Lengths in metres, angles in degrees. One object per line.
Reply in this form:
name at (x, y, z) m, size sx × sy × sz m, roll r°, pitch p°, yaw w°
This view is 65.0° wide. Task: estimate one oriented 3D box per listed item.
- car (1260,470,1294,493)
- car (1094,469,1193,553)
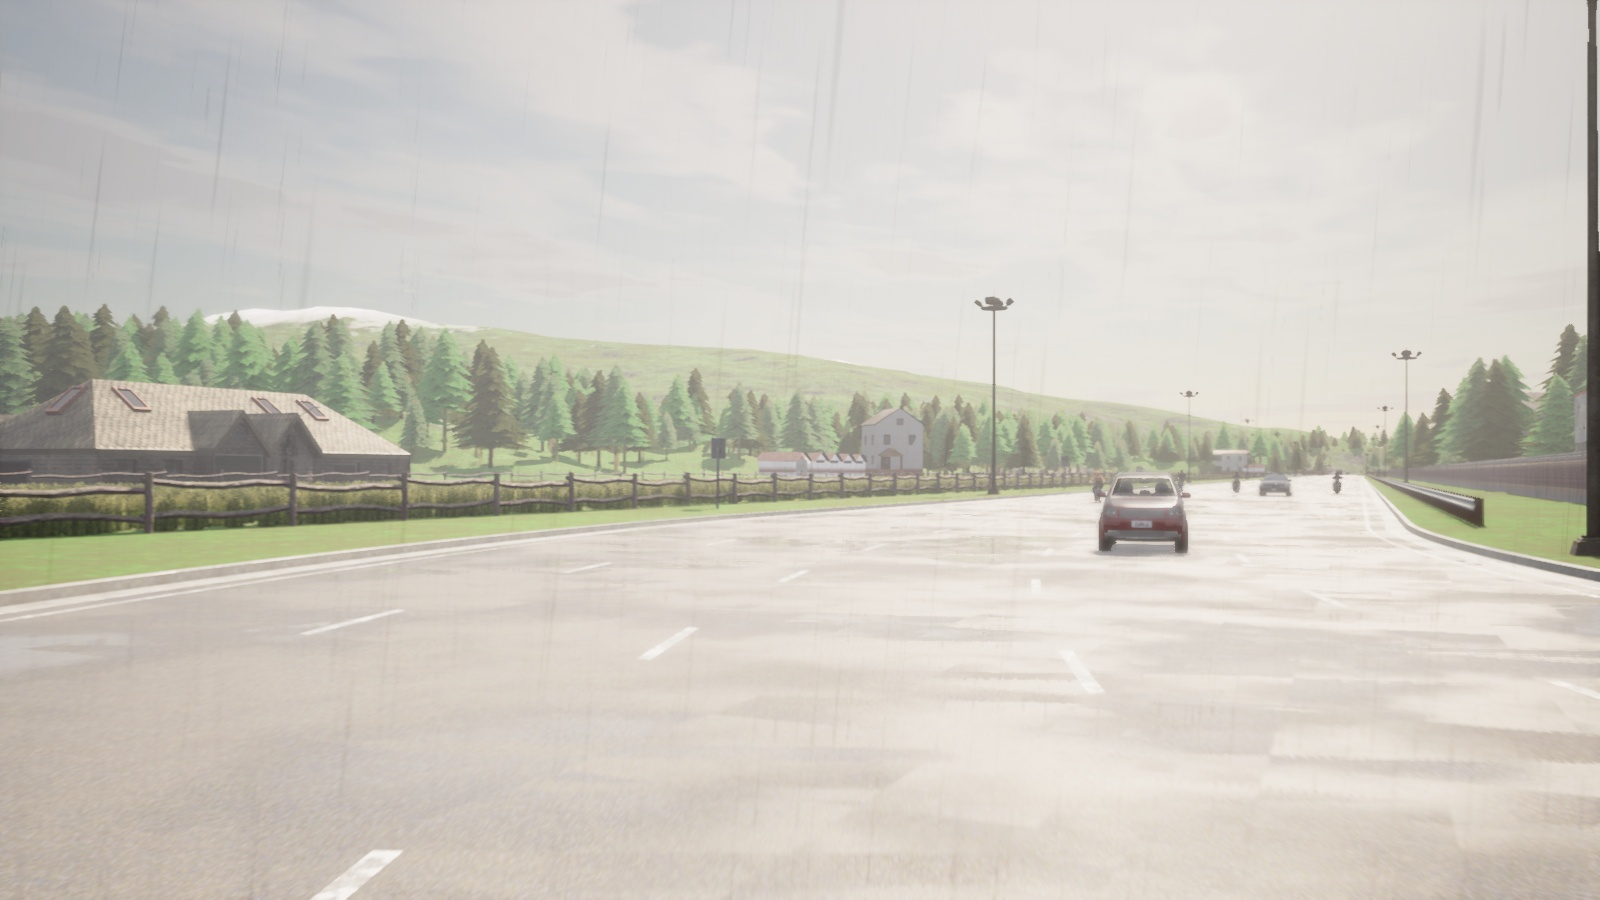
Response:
car at (31.296, 2.044, 82.395) m, size 1.812 × 1.442 × 4.674 m, roll -1°, pitch -1°, yaw 24°
car at (6.937, 1.172, 25.290) m, size 1.789 × 1.549 × 3.705 m, roll -1°, pitch -1°, yaw 16°
